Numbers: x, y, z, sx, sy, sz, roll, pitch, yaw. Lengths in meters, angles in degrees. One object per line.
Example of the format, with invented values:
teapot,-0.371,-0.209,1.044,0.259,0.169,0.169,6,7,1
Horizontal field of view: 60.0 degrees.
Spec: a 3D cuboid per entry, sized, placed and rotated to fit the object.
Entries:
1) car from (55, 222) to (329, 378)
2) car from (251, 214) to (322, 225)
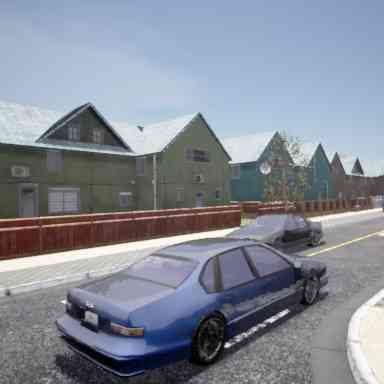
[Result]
car,0.512,1.544,5.852,2.033,1.411,5.357,-2,-1,44
car,3.389,1.576,13.102,2.033,1.411,5.357,-2,-1,44
